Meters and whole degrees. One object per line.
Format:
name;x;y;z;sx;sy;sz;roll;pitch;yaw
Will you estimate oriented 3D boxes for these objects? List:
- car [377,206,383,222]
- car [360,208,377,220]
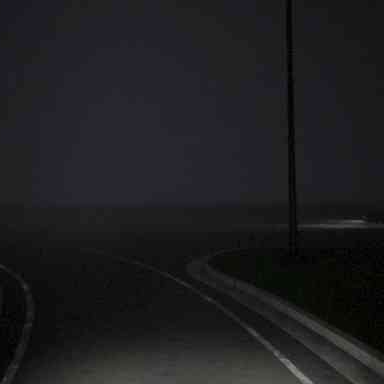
car;15.437;1.543;22.150;4.718;1.301;1.895;-1;-1;4
car;16.008;1.511;25.618;5.357;1.411;2.033;-1;-1;4
